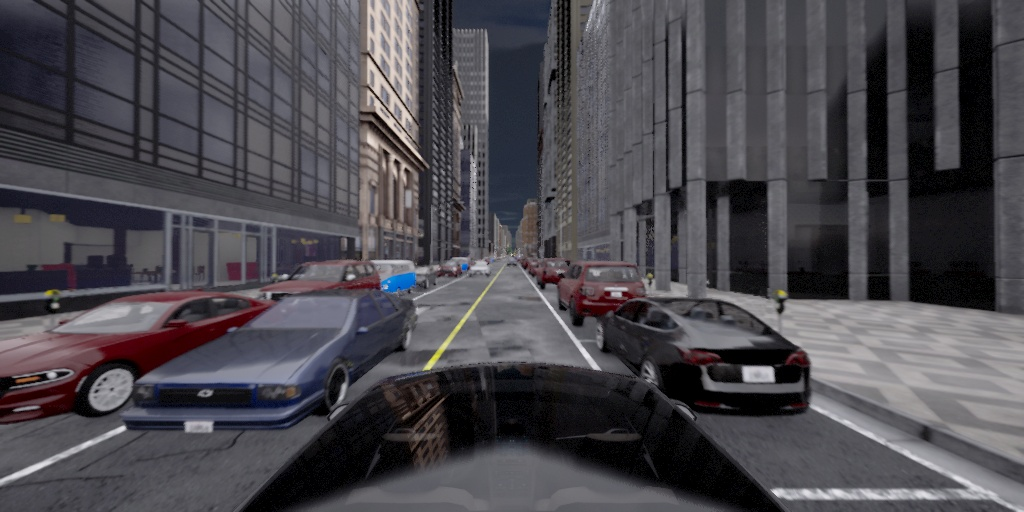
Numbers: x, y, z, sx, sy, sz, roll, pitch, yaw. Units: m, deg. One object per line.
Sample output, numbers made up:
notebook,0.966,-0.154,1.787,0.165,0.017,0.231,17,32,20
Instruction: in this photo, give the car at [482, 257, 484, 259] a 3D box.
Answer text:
car,-5.884,1.255,56.593,1.888,1.381,4.507,0,0,0

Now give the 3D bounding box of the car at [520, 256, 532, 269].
car,2.645,1.033,50.969,2.192,1.841,5.009,0,0,0

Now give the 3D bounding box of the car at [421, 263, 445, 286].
car,-5.867,1.298,22.844,2.007,1.370,4.403,0,0,0

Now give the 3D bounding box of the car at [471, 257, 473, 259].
car,-5.878,1.039,45.344,2.192,1.841,5.009,0,0,0

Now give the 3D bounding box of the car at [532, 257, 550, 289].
car,2.659,1.063,22.845,2.192,1.841,5.009,0,0,0

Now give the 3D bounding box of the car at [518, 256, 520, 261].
car,2.640,1.017,62.218,2.192,1.841,5.009,0,0,0

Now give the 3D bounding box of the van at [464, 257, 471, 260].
van,-5.875,1.072,39.719,1.690,1.789,3.998,0,0,0

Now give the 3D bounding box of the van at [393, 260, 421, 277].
van,-5.864,1.091,17.219,1.690,1.789,3.998,0,0,0

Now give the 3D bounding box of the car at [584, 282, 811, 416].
car,2.667,1.317,5.971,1.948,1.339,4.313,0,0,0

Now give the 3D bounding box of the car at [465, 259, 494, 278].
car,-3.020,1.264,34.328,1.812,1.442,4.674,0,0,0

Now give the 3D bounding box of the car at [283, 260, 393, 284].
car,-5.861,1.066,11.593,2.192,1.841,5.009,0,0,0

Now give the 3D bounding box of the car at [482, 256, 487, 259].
car,-5.886,1.227,62.048,1.751,1.417,4.829,0,0,0

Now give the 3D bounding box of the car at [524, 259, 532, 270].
car,2.651,1.277,39.719,1.888,1.381,4.507,0,0,0

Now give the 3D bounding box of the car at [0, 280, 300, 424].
car,-5.858,1.296,5.968,1.888,1.381,4.507,0,0,0

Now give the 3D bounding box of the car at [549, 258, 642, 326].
car,2.665,1.067,11.596,2.192,1.841,5.009,0,0,0

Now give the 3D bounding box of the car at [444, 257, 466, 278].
car,-5.872,1.177,34.094,1.967,1.591,4.097,0,0,0

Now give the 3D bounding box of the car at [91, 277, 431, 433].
car,-3.093,1.298,6.205,2.033,1.411,5.357,0,0,0

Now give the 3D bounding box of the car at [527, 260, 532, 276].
car,2.654,1.320,34.095,1.802,1.307,4.207,0,0,0
